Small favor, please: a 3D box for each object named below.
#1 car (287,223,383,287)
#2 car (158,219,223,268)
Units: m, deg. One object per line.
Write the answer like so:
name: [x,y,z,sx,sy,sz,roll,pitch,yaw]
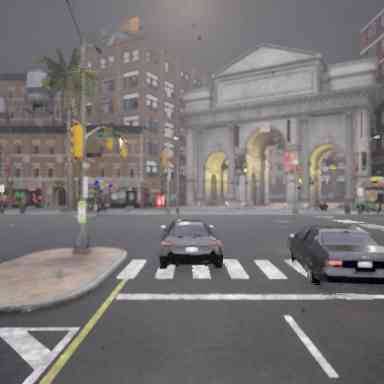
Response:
car: [4.025,1.610,9.581,2.033,1.411,5.357,0,0,8]
car: [-0.149,1.641,11.620,1.994,1.385,4.181,0,0,-4]
